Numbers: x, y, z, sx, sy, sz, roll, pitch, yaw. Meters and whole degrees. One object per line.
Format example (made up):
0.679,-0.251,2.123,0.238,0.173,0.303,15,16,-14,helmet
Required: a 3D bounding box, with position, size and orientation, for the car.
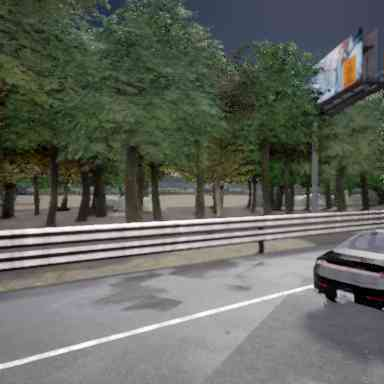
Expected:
4.554,1.513,6.874,4.902,1.511,2.128,0,0,-34,car
